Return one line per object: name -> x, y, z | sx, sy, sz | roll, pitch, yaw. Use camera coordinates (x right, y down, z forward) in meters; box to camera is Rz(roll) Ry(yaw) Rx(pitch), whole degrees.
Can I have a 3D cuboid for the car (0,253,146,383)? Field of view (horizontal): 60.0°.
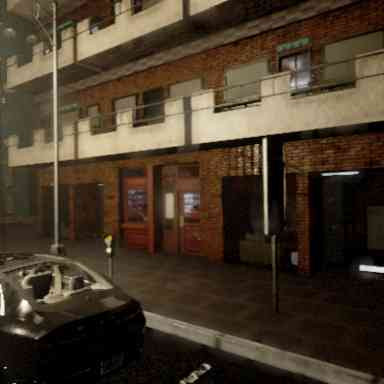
car -> -2.616, 1.563, 4.753 | 4.403, 1.369, 2.008 | 0, -1, 36
